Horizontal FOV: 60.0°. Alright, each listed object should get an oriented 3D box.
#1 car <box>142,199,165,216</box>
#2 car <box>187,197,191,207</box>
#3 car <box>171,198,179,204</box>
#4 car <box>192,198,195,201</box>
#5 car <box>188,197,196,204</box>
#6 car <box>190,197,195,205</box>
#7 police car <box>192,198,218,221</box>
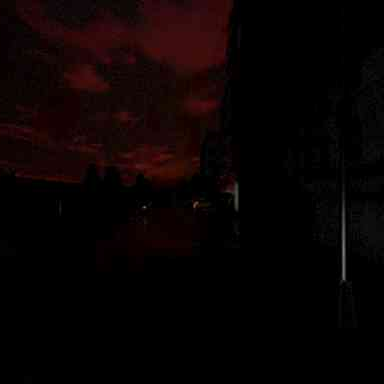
[{"bbox_3d":[-4.050,1.608,35.599,2.097,1.767,4.553,0,0,0],"label":"car"},{"bbox_3d":[0.077,1.941,62.574,2.128,1.511,4.902,0,0,0],"label":"car"},{"bbox_3d":[-3.906,2.037,77.059,2.033,1.411,5.357,0,0,0],"label":"car"},{"bbox_3d":[1.248,1.741,39.647,1.801,1.575,5.366,0,0,0],"label":"car"},{"bbox_3d":[0.096,1.988,77.582,1.837,1.490,4.892,0,0,0],"label":"car"},{"bbox_3d":[1.203,1.627,45.428,2.097,1.767,4.553,-3,0,0],"label":"car"},{"bbox_3d":[1.224,1.633,29.569,1.930,1.638,5.238,0,-1,0],"label":"police car"}]
